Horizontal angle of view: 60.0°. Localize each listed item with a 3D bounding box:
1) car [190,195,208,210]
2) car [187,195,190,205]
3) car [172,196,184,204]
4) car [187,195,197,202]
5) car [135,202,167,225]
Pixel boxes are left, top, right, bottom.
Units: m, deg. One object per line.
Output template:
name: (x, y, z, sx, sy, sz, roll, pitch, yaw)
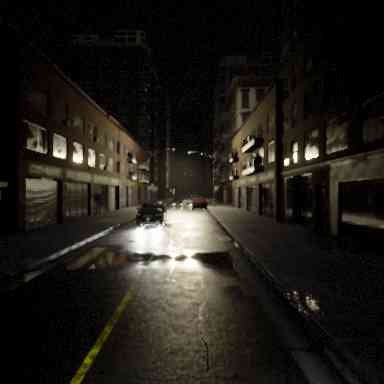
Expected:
car: (0.965, 1.475, 42.014, 1.882, 1.535, 5.008, 0, 0, 0)
car: (0.004, 1.606, 59.779, 1.895, 1.301, 4.718, 0, 0, 0)
car: (-2.757, 1.534, 65.449, 1.837, 1.490, 4.892, 0, 0, 0)
car: (0.005, 1.501, 77.609, 2.128, 1.511, 4.902, 0, 0, 0)
car: (-2.847, 1.485, 23.989, 2.128, 1.511, 4.902, 0, 0, 0)
